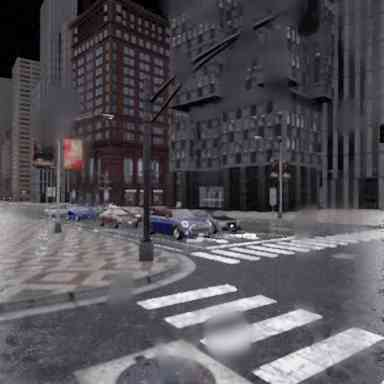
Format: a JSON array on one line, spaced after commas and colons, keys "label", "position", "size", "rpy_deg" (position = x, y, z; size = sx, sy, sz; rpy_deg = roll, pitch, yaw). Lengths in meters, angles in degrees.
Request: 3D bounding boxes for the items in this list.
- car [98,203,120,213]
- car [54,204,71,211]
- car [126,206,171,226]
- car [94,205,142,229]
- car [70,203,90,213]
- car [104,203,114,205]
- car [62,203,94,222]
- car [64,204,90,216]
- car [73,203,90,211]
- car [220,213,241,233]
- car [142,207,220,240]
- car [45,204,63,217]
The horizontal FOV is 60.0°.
[{"label": "car", "position": [-13.618, 2.604, 54.243], "size": [1.812, 1.442, 4.674], "rpy_deg": [0, -1, -36]}, {"label": "car", "position": [-25.416, 2.958, 65.091], "size": [1.895, 1.301, 4.718], "rpy_deg": [0, -1, -36]}, {"label": "car", "position": [-3.900, 2.057, 29.245], "size": [1.837, 1.490, 4.892], "rpy_deg": [0, -1, -35]}, {"label": "car", "position": [-5.944, 2.042, 26.522], "size": [1.812, 1.442, 4.674], "rpy_deg": [0, -1, -36]}, {"label": "car", "position": [-19.011, 2.656, 56.179], "size": [1.837, 1.490, 4.892], "rpy_deg": [0, -1, -36]}, {"label": "car", "position": [-9.967, 2.240, 37.696], "size": [2.128, 1.511, 4.902], "rpy_deg": [0, -1, -36]}, {"label": "car", "position": [-11.342, 2.169, 34.038], "size": [1.882, 1.535, 5.008], "rpy_deg": [0, -1, -36]}, {"label": "car", "position": [-16.008, 2.439, 46.186], "size": [2.128, 1.511, 4.902], "rpy_deg": [0, -1, -35]}, {"label": "car", "position": [-21.925, 2.947, 65.803], "size": [1.895, 1.301, 4.718], "rpy_deg": [0, -1, -36]}, {"label": "car", "position": [1.283, 1.950, 22.030], "size": [1.994, 1.385, 4.181], "rpy_deg": [0, -1, -36]}, {"label": "car", "position": [-0.788, 1.704, 19.311], "size": [2.097, 1.767, 4.553], "rpy_deg": [0, -1, -35]}, {"label": "car", "position": [-17.116, 2.481, 42.126], "size": [1.895, 1.301, 4.718], "rpy_deg": [0, -1, -35]}]
